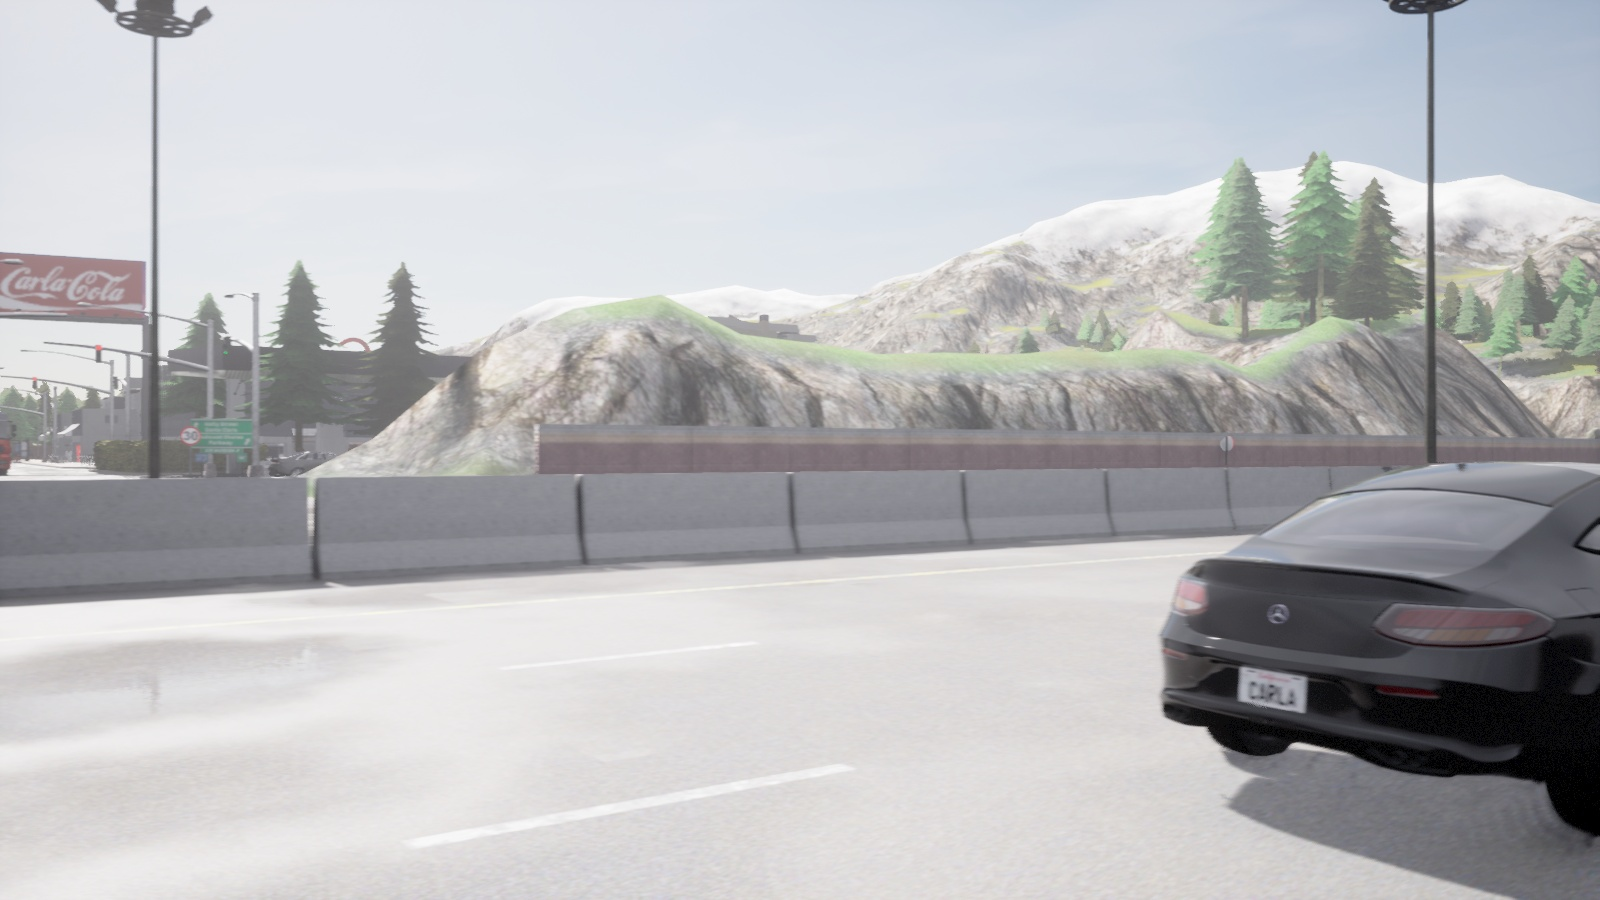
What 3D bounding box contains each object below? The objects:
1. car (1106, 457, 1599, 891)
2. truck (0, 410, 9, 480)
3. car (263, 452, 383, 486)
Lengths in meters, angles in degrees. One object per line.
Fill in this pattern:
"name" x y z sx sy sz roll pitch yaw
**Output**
"car" 3.837 0.768 6.329 4.674 1.442 1.812 0 0 -35
"truck" -47.080 -0.317 71.598 2.891 3.827 8.468 1 0 -35
"car" -22.344 0.866 58.887 4.902 1.511 2.128 0 0 -35
